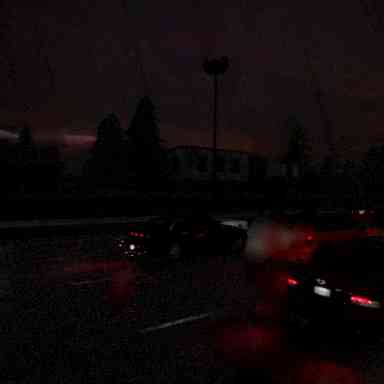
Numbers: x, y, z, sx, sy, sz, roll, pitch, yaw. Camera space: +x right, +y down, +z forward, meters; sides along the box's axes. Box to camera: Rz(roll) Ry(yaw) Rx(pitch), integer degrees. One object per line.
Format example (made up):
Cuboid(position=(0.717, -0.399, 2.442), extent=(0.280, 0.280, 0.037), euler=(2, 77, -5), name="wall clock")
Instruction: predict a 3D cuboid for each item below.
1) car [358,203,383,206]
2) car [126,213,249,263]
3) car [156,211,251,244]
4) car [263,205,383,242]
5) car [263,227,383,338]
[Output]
Cuboid(position=(15.065, 1.700, 27.400), extent=(4.553, 1.767, 2.097), euler=(1, -1, -36), name="car")
Cuboid(position=(-0.003, 1.592, 12.345), extent=(4.892, 1.490, 1.837), euler=(1, -1, -36), name="car")
Cuboid(position=(0.697, 1.730, 17.145), extent=(4.718, 1.301, 1.895), euler=(1, -1, -36), name="car")
Cuboid(position=(4.557, 1.478, 11.300), extent=(4.553, 1.767, 2.097), euler=(1, -1, -36), name="car")
Cuboid(position=(4.075, 1.635, 6.656), extent=(5.357, 1.411, 2.033), euler=(1, -1, -36), name="car")
